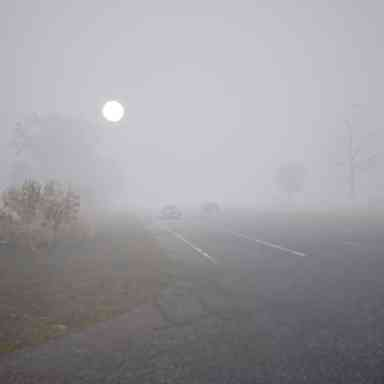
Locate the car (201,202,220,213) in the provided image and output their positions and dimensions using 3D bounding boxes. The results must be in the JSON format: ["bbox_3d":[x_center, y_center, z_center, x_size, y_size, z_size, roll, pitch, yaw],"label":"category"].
[{"bbox_3d":[2.532,2.168,47.209,1.837,1.490,4.892,-1,-1,-12],"label":"car"}]

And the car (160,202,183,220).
[{"bbox_3d":[-2.234,2.126,35.601,1.837,1.490,4.892,-1,-1,-12],"label":"car"}]
